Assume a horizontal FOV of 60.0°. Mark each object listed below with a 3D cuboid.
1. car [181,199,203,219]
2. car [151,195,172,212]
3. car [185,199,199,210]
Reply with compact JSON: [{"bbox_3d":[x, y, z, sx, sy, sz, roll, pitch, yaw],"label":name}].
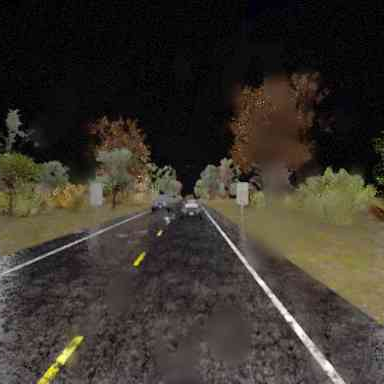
[{"bbox_3d":[-0.032,1.615,29.846,1.812,1.442,4.674,0,0,0],"label":"car"},{"bbox_3d":[-3.608,1.356,40.629,2.150,2.045,5.566,0,0,0],"label":"car"},{"bbox_3d":[-0.038,1.691,45.752,1.812,1.442,4.674,0,0,0],"label":"car"}]
